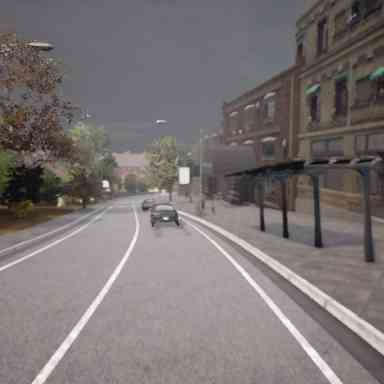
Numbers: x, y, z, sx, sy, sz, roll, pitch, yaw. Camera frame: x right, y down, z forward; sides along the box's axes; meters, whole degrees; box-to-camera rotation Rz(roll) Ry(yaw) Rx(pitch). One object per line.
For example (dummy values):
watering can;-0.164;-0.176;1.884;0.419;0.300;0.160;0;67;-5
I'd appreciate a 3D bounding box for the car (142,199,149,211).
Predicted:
car;-5.298;1.558;41.808;1.994;1.385;4.181;-1;0;-10

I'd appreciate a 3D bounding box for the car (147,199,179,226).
car;-2.005;1.498;23.232;1.812;1.442;4.674;-1;0;-9
